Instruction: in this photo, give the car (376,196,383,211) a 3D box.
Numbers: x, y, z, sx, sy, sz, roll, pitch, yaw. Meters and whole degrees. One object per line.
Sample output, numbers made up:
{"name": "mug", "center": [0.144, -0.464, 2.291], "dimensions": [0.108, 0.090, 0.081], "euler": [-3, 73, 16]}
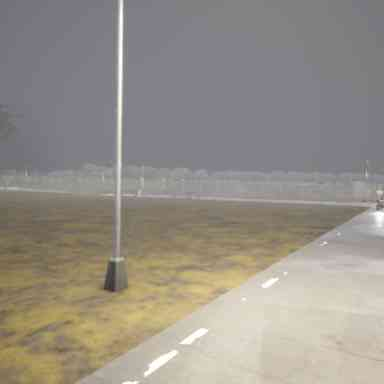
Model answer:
{"name": "car", "center": [20.819, 1.212, 35.337], "dimensions": [2.128, 1.511, 4.902], "euler": [2, 1, 33]}
